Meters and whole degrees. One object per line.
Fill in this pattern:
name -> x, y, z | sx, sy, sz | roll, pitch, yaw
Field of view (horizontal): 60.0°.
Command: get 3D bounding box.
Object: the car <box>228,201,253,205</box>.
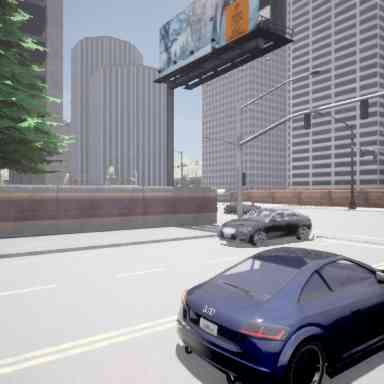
car -> 5.056, 1.564, 32.441 | 1.994, 1.385, 4.181 | 0, 0, -35

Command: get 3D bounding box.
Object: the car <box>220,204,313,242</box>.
car -> 3.423, 1.491, 14.942 | 4.902, 1.511, 2.128 | 0, 0, -36

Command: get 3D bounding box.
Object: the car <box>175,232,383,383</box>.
car -> 1.837, 1.564, 5.099 | 4.181, 1.385, 1.994 | 0, 0, -35
